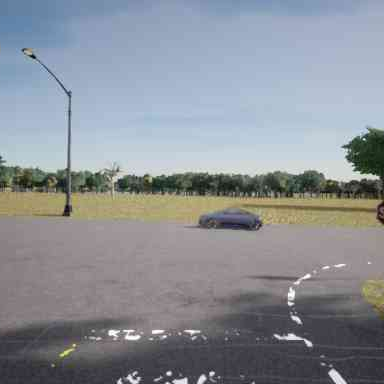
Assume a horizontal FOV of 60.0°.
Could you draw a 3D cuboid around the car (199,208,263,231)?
[{"bbox_3d":[2.553,1.722,21.931,4.181,1.385,1.994,2,0,0],"label":"car"}]
